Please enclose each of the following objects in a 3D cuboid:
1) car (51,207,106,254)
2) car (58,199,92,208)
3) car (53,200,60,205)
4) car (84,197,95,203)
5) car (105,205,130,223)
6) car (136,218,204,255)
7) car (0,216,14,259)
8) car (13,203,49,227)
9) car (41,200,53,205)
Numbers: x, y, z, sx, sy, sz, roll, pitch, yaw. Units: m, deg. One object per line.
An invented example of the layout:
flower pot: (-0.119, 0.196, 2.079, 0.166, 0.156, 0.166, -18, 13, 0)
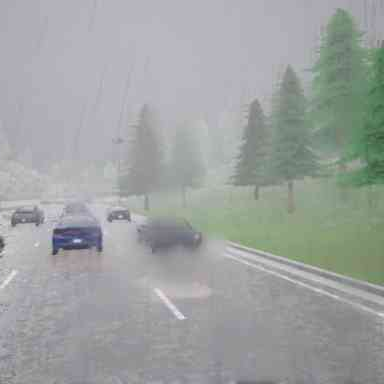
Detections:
car: (-5.041, 1.673, 14.606, 1.882, 1.535, 5.008, 0, 0, -19)
car: (-9.664, 1.722, 27.576, 2.097, 1.767, 4.553, 0, -1, -19)
car: (-35.200, 2.774, 88.657, 1.994, 1.385, 4.181, 0, -1, -20)
car: (-28.288, 2.346, 90.107, 2.150, 2.045, 5.566, 0, -1, -20)
car: (-6.614, 1.883, 29.464, 1.812, 1.442, 4.674, 0, 0, -19)
car: (-1.163, 1.750, 14.114, 1.895, 1.301, 4.718, 0, -1, -19)
car: (-7.248, 1.724, 10.287, 2.033, 1.411, 5.357, 0, -1, -19)
car: (-12.984, 1.887, 26.473, 2.128, 1.511, 4.902, 0, -1, -19)
car: (-38.388, 2.704, 87.176, 1.882, 1.535, 5.008, 0, -1, -20)
